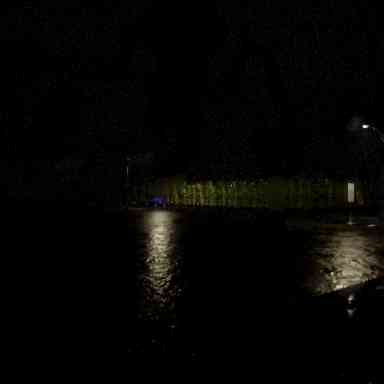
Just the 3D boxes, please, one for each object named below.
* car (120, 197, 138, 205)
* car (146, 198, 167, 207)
[{"bbox_3d":[-11.810,1.683,62.119,1.837,1.490,4.892,-1,0,-36],"label":"car"},{"bbox_3d":[-5.731,1.663,53.926,1.812,1.442,4.674,-1,0,-36],"label":"car"}]
